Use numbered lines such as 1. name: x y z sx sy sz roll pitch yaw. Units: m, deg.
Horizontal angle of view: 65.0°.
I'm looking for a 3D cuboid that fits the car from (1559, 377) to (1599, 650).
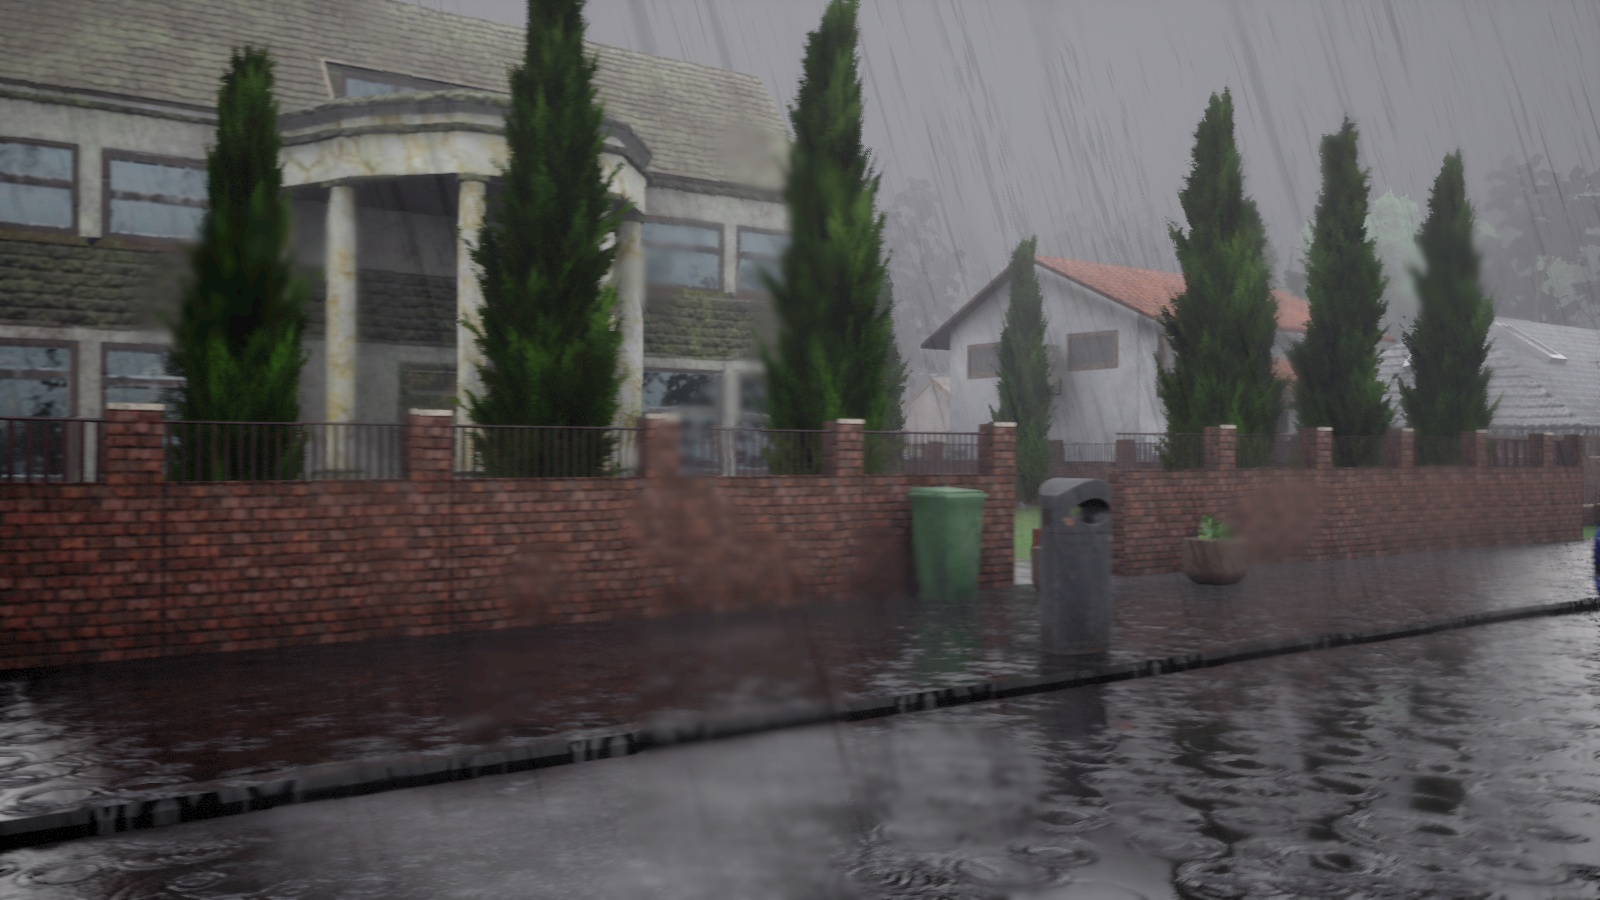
1. car: 8.721 0.471 10.338 5.566 2.045 2.150 0 0 -35
